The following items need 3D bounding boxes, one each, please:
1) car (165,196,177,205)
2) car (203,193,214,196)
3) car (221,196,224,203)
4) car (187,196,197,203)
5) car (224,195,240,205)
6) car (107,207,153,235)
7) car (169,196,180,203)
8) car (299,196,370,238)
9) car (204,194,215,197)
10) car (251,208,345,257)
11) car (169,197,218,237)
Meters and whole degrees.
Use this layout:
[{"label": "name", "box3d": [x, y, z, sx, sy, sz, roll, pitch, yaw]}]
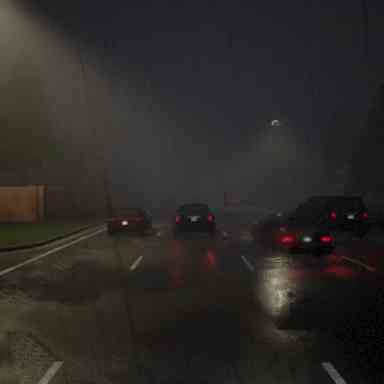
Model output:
[{"label": "car", "box3d": [-3.504, 1.477, 56.470, 2.033, 1.411, 5.357, 0, 0, 0]}, {"label": "car", "box3d": [3.495, 1.117, 67.751, 2.150, 2.045, 5.566, 0, 0, 0]}, {"label": "car", "box3d": [6.995, 1.399, 66.891, 1.882, 1.535, 5.008, 0, 0, 0]}, {"label": "car", "box3d": [-0.005, 1.487, 66.891, 1.994, 1.385, 4.181, 0, 0, 0]}, {"label": "car", "box3d": [6.996, 1.408, 56.472, 1.882, 1.535, 5.008, 0, 0, 0]}, {"label": "car", "box3d": [-3.401, 1.540, 18.853, 1.994, 1.385, 4.181, 0, 0, 0]}, {"label": "car", "box3d": [-3.505, 1.487, 66.891, 1.994, 1.385, 4.181, 0, 0, 0]}, {"label": "car", "box3d": [7.099, 1.200, 17.538, 2.150, 2.045, 5.566, 0, 0, 0]}, {"label": "car", "box3d": [3.495, 1.529, 57.655, 1.895, 1.301, 4.718, 0, 0, 0]}, {"label": "car", "box3d": [3.599, 1.532, 12.890, 2.033, 1.411, 5.357, 0, 0, 0]}, {"label": "car", "box3d": [0.098, 1.329, 18.067, 2.097, 1.767, 4.553, 0, 0, 0]}]
